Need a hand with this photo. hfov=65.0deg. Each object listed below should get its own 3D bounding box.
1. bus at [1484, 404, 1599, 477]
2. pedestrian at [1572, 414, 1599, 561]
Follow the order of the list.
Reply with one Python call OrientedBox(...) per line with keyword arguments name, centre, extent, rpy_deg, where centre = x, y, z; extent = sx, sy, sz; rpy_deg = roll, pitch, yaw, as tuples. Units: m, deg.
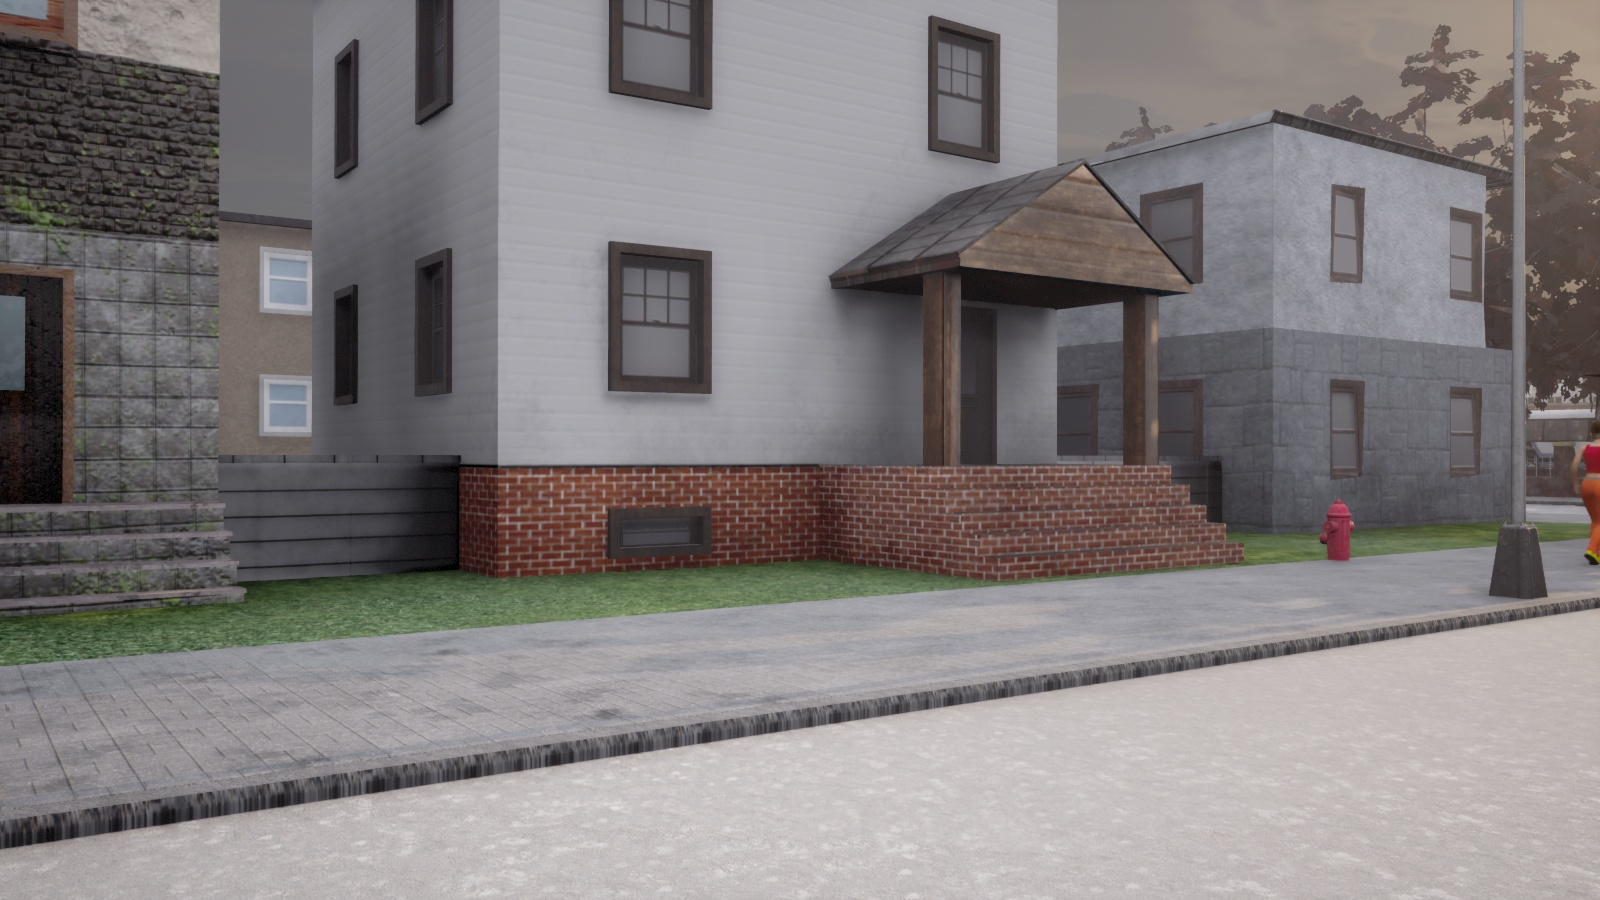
OrientedBox(name="bus", centre=(47.707, -0.547, 76.169), extent=(3.944, 4.253, 10.273), rpy_deg=(0, 0, -34))
OrientedBox(name="pedestrian", centre=(10.198, 0.472, 16.021), extent=(0.594, 1.836, 0.345), rpy_deg=(0, 0, -31))
